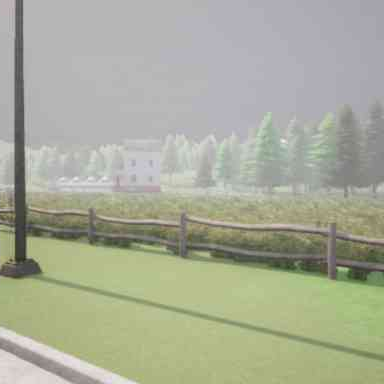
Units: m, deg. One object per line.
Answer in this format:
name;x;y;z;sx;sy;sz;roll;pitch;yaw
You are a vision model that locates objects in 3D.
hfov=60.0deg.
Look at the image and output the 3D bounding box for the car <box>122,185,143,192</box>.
car;-12.734;-0.464;71.165;4.605;1.855;1.932;1;2;32
